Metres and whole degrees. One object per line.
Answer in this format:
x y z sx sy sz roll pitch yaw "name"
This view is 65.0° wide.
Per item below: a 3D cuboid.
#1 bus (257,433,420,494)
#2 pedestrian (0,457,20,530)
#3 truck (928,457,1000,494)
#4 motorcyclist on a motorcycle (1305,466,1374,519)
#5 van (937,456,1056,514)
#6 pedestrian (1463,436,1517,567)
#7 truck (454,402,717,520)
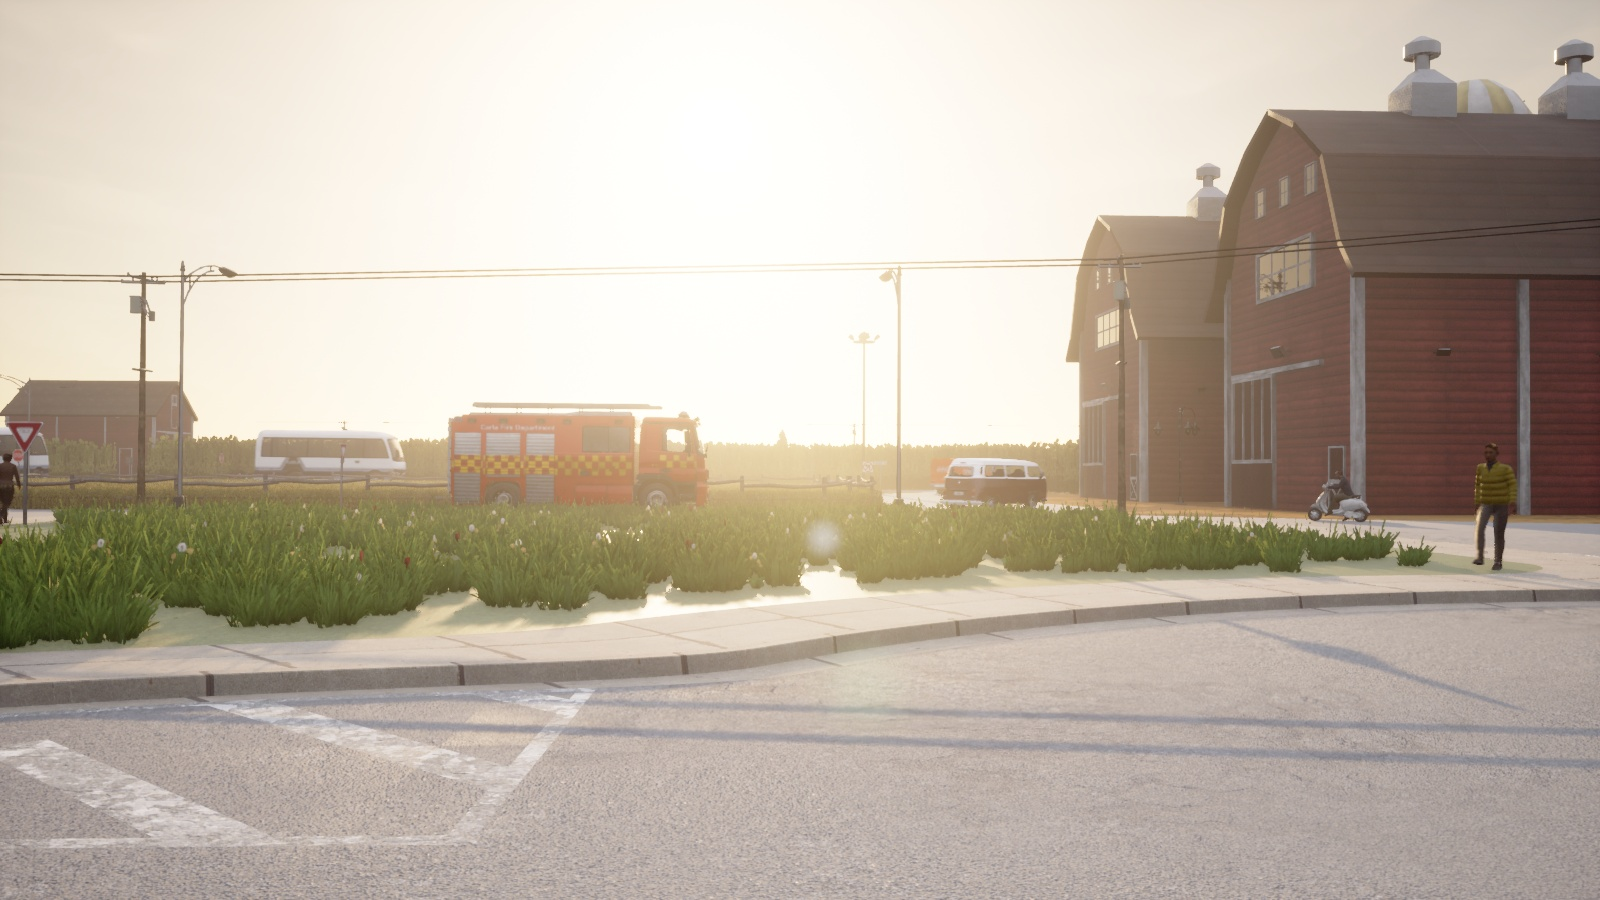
-33.206 1.004 90.761 10.273 4.253 3.944 0 -1 -2 "bus"
-19.724 1.072 31.202 0.328 1.805 0.869 0 -1 -15 "pedestrian"
11.351 1.733 86.580 2.627 2.467 5.204 -1 -1 38 "truck"
16.635 1.291 38.742 1.817 1.590 0.866 -1 -1 34 "motorcyclist on a motorcycle"
7.387 1.285 46.970 4.480 2.038 2.069 1 -1 -43 "van"
9.943 0.733 18.091 0.709 1.840 0.431 1 -1 -40 "pedestrian"
-7.070 0.387 42.419 8.468 3.827 2.891 0 -1 -3 "truck"
